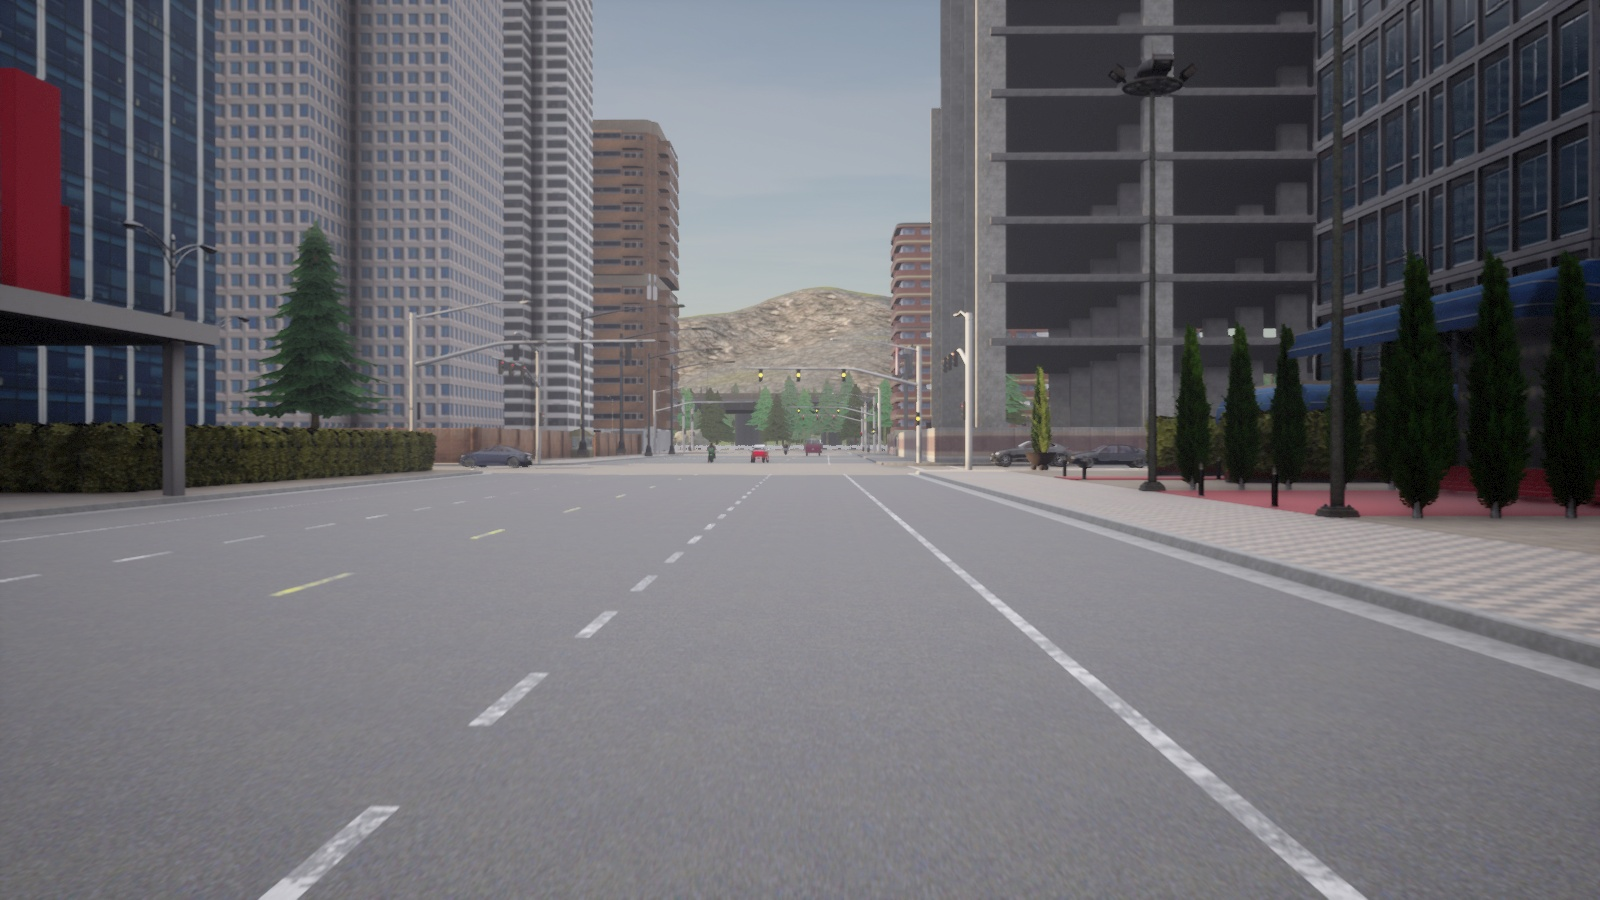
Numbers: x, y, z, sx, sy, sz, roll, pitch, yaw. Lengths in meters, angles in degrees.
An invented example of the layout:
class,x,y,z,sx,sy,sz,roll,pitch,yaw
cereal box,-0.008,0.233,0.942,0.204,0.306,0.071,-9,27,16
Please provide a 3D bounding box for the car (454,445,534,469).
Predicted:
class,x,y,z,sx,sy,sz,roll,pitch,yaw
car,-18.074,0.377,74.307,4.181,1.385,1.994,0,0,7

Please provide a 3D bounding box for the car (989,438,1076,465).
class,x,y,z,sx,sy,sz,roll,pitch,yaw
car,14.325,0.100,77.529,5.027,1.651,2.152,0,0,1

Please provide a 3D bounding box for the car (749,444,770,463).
class,x,y,z,sx,sy,sz,roll,pitch,yaw
car,-3.058,0.263,95.126,1.481,1.376,2.207,0,1,1

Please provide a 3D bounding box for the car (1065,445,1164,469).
class,x,y,z,sx,sy,sz,roll,pitch,yaw
car,18.474,0.392,73.980,5.357,1.411,2.033,0,0,1
